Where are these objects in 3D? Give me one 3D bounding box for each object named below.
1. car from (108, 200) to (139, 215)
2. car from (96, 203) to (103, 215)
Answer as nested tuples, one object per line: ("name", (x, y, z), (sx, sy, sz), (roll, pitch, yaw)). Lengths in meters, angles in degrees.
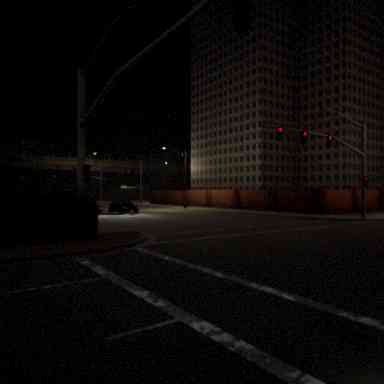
("car", (-7.257, 1.539, 34.856), (1.812, 1.442, 4.674), (0, 0, -35))
("car", (-10.520, 1.515, 33.395), (1.837, 1.490, 4.892), (0, 0, -35))
